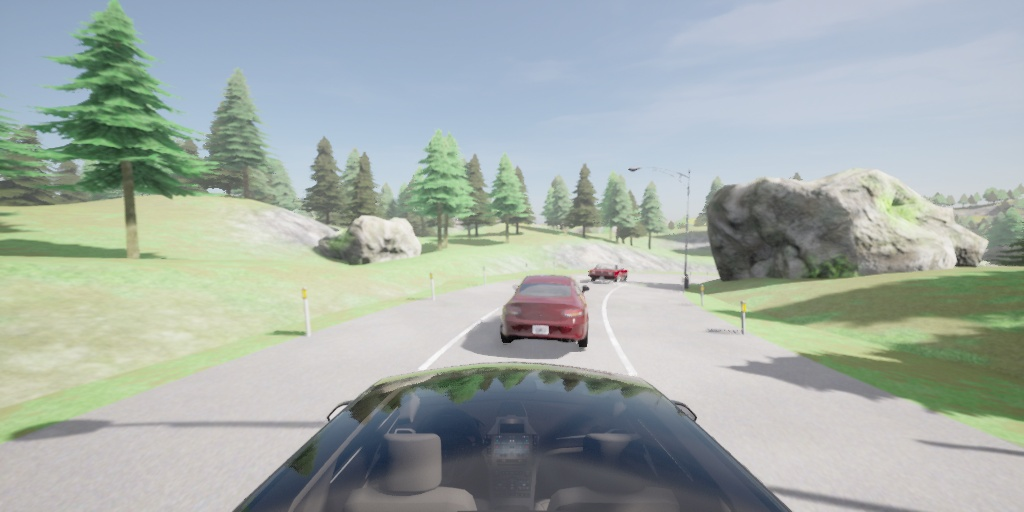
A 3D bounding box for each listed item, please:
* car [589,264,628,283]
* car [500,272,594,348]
[{"bbox_3d":[7.223,1.225,26.407,1.895,1.301,4.718,3,0,29],"label":"car"},{"bbox_3d":[0.906,1.159,8.856,1.812,1.442,4.674,1,1,10],"label":"car"}]
